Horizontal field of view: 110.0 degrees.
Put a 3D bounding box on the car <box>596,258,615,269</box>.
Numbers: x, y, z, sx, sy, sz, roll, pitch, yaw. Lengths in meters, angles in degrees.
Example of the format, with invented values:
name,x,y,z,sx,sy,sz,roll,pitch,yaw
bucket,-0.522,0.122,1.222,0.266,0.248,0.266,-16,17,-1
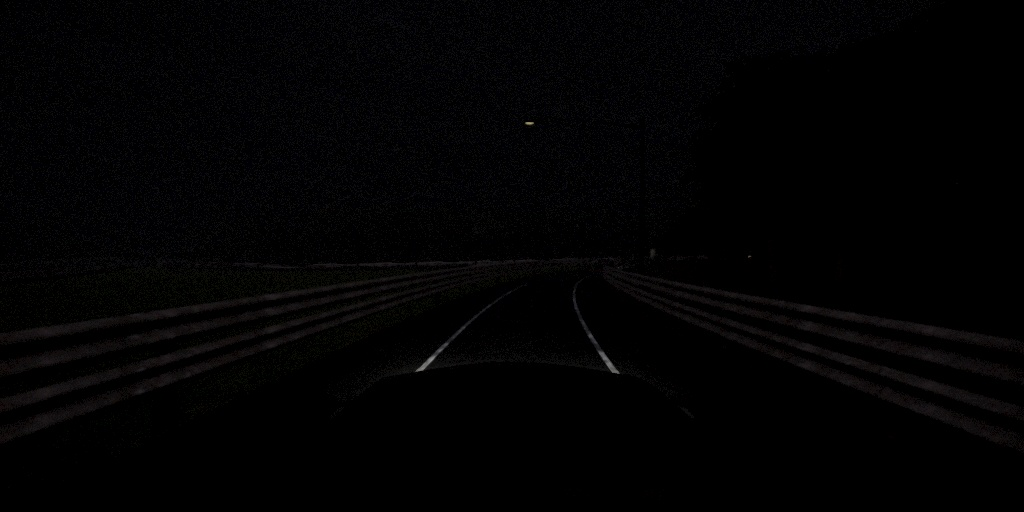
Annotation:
name,x,y,z,sx,sy,sz,roll,pitch,yaw
car,13.527,1.079,51.372,2.128,1.511,4.902,0,1,30
